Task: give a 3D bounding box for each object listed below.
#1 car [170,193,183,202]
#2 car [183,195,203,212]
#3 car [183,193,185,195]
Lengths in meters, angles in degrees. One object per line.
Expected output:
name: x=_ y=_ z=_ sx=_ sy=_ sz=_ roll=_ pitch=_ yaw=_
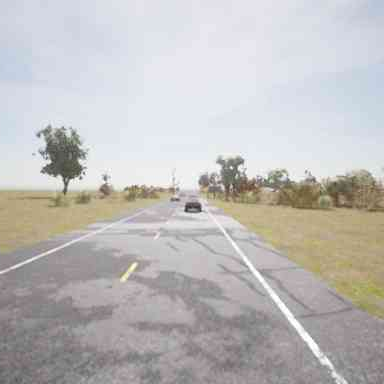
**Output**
car: x=-3.453 y=1.323 z=68.452 sx=1.994 sy=1.385 sz=4.181 roll=0 pitch=0 yaw=0
car: x=0.124 y=1.383 z=37.358 sx=1.837 sy=1.490 sz=4.892 roll=0 pitch=0 yaw=0
car: x=0.133 y=1.183 z=50.685 sx=2.097 sy=1.767 sz=4.553 roll=0 pitch=0 yaw=1
